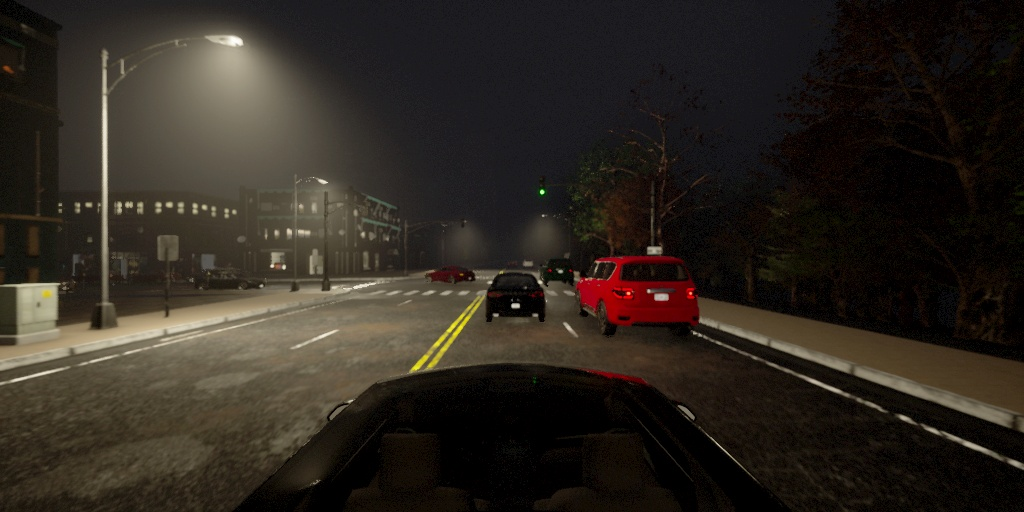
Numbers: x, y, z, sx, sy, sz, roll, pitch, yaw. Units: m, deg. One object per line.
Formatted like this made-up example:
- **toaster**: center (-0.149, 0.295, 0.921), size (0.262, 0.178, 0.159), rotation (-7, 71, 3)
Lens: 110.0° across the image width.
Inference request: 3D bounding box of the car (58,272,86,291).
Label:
- **car**: center (-33.785, 1.807, 25.544), size (4.097, 1.591, 1.967), rotation (0, 0, 0)

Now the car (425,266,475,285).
- **car**: center (-4.923, 1.505, 28.444), size (4.674, 1.442, 1.812), rotation (0, -1, 40)

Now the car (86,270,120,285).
- **car**: center (-39.297, 2.001, 33.941), size (4.207, 1.307, 1.802), rotation (0, 0, 0)

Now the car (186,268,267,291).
- **car**: center (-19.909, 1.772, 25.383), size (4.313, 1.339, 1.948), rotation (0, 0, 0)

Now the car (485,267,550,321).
- **car**: center (0.116, 1.324, 12.948), size (1.882, 1.535, 5.008), rotation (0, 0, 0)

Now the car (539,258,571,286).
- **car**: center (3.392, 1.194, 27.649), size (2.150, 2.045, 5.566), rotation (0, 0, 0)

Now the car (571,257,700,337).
- **car**: center (3.376, 1.048, 10.747), size (2.150, 2.045, 5.566), rotation (0, -1, 0)

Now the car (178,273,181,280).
- **car**: center (-28.228, 1.843, 33.909), size (4.403, 1.370, 2.007), rotation (0, 0, 0)

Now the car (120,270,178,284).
- **car**: center (-33.763, 1.938, 33.925), size (4.207, 1.307, 1.802), rotation (0, 0, 0)
